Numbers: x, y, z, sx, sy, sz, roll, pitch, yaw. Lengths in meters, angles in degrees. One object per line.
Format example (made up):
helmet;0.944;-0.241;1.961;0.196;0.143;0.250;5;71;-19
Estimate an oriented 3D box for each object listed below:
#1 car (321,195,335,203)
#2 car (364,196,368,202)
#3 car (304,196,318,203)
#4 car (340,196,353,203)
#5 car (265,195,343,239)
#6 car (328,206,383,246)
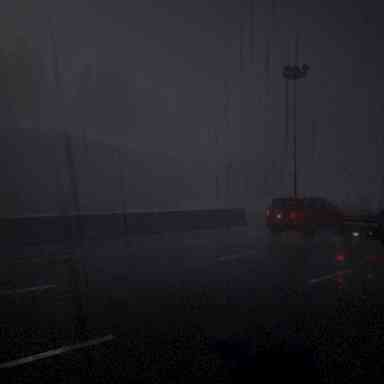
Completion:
car;28.839;1.433;70.387;1.882;1.535;5.008;0;0;32
car;34.850;1.473;66.799;2.128;1.511;4.902;0;0;32
car;25.818;1.554;72.155;1.895;1.301;4.718;0;0;32
car;31.828;1.546;68.568;1.895;1.301;4.718;0;0;32
car;6.227;1.257;17.703;5.566;2.045;2.150;0;0;-40
car;8.467;1.494;15.014;4.902;1.511;2.128;0;0;-40
